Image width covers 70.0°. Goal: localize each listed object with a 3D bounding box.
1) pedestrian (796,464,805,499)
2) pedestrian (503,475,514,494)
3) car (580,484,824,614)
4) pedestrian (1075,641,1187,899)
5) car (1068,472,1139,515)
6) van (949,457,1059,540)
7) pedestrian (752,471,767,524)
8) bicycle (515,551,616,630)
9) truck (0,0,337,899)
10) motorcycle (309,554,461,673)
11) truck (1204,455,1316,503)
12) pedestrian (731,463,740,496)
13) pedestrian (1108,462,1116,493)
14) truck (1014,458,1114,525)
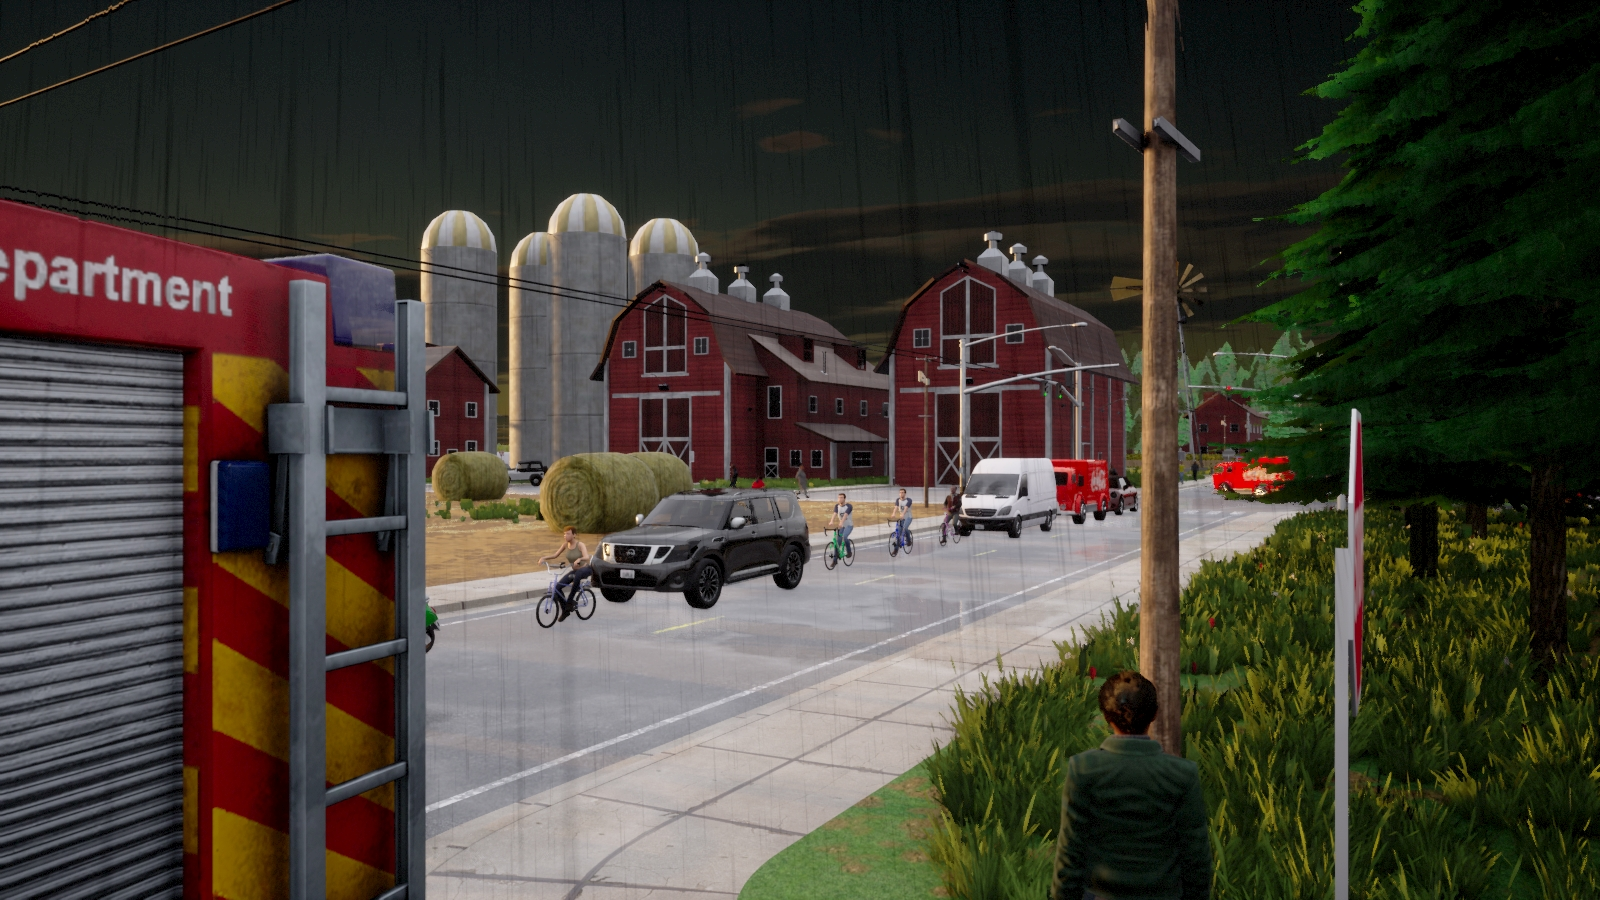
[{"bbox_3d":[0.036,1.670,61.049,0.375,1.860,0.375,0,0,30],"label":"pedestrian"},{"bbox_3d":[-17.243,2.051,67.546,0.500,1.100,0.500,0,0,3],"label":"pedestrian"},{"bbox_3d":[-1.718,1.779,22.429,2.150,2.045,5.566,0,0,27],"label":"car"},{"bbox_3d":[1.195,1.663,4.153,0.375,1.860,0.375,0,0,15],"label":"pedestrian"},{"bbox_3d":[13.659,1.903,51.221,2.097,1.767,4.553,0,0,28],"label":"car"},{"bbox_3d":[7.067,1.534,38.948,1.988,2.561,5.915,0,0,28],"label":"van"},{"bbox_3d":[-1.431,1.678,40.510,0.375,1.860,0.375,0,0,34],"label":"pedestrian"},{"bbox_3d":[-3.787,2.256,18.582,0.859,1.080,1.487,0,0,28],"label":"bicycle"},{"bbox_3d":[-5.979,0.867,3.789,8.468,3.827,2.891,0,0,20],"label":"truck"},{"bbox_3d":[-5.522,2.142,15.311,0.856,1.316,1.805,0,0,28],"label":"motorcycle"},{"bbox_3d":[25.175,1.551,62.690,2.627,2.467,5.204,-2,0,-26],"label":"truck"},{"bbox_3d":[-3.639,1.669,64.133,0.375,1.860,0.375,0,0,27],"label":"pedestrian"},{"bbox_3d":[19.140,1.696,70.054,0.375,1.860,0.375,0,0,31],"label":"pedestrian"},{"bbox_3d":[10.558,1.568,45.374,2.627,2.467,5.204,0,0,28],"label":"truck"}]
